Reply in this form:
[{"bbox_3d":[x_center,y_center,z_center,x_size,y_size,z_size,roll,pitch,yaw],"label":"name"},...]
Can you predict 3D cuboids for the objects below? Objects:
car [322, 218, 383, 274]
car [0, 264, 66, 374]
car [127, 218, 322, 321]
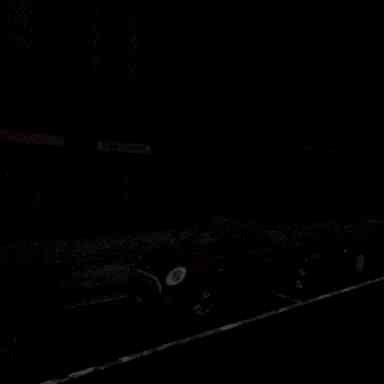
[{"bbox_3d":[5.247,1.531,10.497,4.507,1.381,1.887,0,1,-35],"label":"car"},{"bbox_3d":[-3.912,1.546,3.966,4.507,1.381,1.887,0,1,-35],"label":"car"},{"bbox_3d":[0.668,1.434,7.230,4.097,1.590,1.967,0,1,-35],"label":"car"}]
